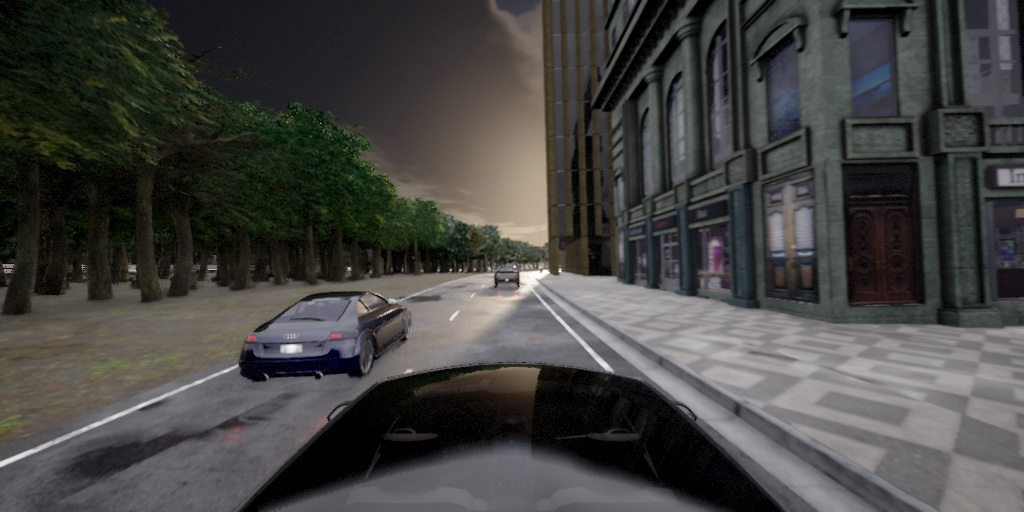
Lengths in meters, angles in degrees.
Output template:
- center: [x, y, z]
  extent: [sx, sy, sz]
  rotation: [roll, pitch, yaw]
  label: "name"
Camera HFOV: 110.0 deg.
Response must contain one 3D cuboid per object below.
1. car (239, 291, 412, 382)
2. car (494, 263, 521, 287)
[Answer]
- center: [-3.497, 1.419, 7.559]
  extent: [1.994, 1.385, 4.181]
  rotation: [-1, 0, -2]
  label: "car"
- center: [-0.337, 1.475, 27.051]
  extent: [2.128, 1.511, 4.902]
  rotation: [-1, -1, 0]
  label: "car"
